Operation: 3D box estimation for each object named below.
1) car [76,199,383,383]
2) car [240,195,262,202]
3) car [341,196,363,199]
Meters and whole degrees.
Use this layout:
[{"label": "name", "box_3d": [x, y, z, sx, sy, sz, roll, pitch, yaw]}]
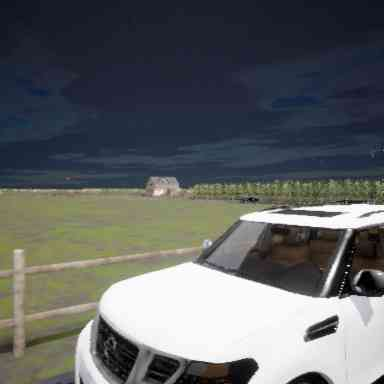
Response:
[{"label": "car", "box_3d": [1.526, 1.219, 4.160, 5.566, 2.045, 2.150, 0, 0, -35]}, {"label": "car", "box_3d": [11.003, 1.276, 61.444, 2.128, 1.511, 4.902, -1, 1, -36]}, {"label": "car", "box_3d": [22.544, 1.365, 45.830, 2.128, 1.511, 4.902, -1, 1, -36]}]
